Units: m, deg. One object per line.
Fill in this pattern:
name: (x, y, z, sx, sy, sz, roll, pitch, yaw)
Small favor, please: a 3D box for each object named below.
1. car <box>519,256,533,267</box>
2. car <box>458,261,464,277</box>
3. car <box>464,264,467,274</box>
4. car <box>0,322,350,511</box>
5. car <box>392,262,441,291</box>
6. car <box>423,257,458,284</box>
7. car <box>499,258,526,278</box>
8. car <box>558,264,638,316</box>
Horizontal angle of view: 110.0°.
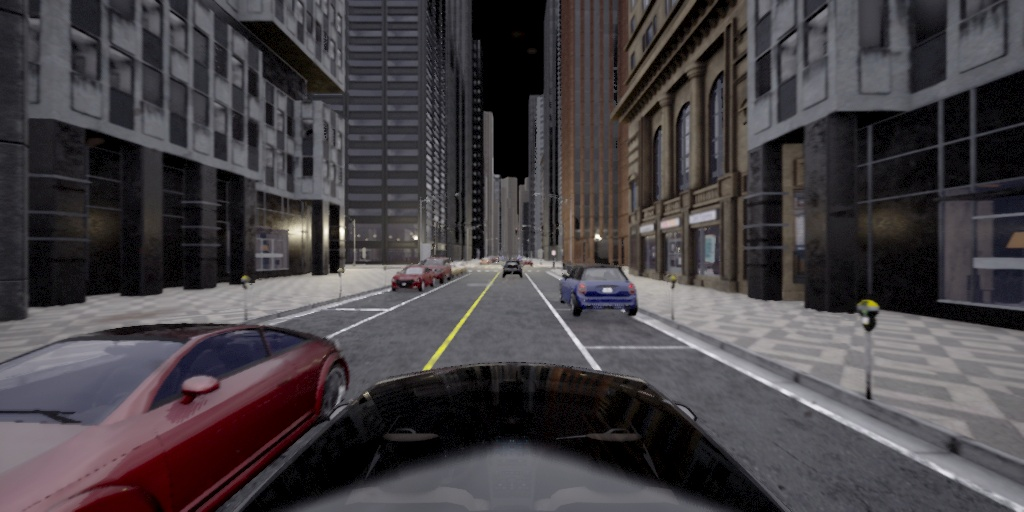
car: (2.757, 1.076, 64.982, 1.967, 1.591, 4.097, 0, 0, 0)
car: (-5.764, 1.217, 32.416, 1.751, 1.417, 4.829, 0, 0, 0)
car: (-5.765, 1.207, 38.017, 1.751, 1.417, 4.829, 0, 0, 0)
car: (-3.099, 1.312, 2.968, 1.994, 1.385, 4.181, 0, 0, 0)
car: (-5.763, 1.258, 21.382, 1.888, 1.381, 4.507, 0, 0, 0)
car: (-5.764, 1.017, 26.984, 2.192, 1.841, 5.009, 0, 0, 0)
car: (0.053, 1.195, 33.096, 1.837, 1.490, 4.892, 0, 0, 0)
car: (3.000, 1.079, 13.393, 2.097, 1.767, 4.553, 0, 0, 0)
